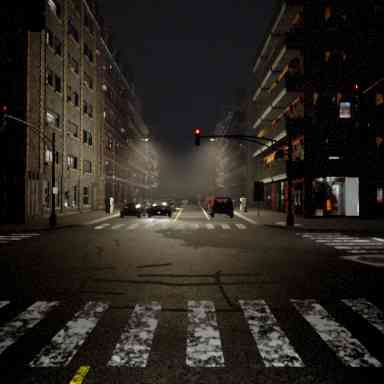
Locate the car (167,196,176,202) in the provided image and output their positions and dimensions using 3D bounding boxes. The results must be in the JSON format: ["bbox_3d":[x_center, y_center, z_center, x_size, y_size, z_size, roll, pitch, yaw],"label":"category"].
[{"bbox_3d":[-5.205,1.766,85.751,2.008,1.369,4.403,1,0,0],"label":"car"}]

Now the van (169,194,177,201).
[{"bbox_3d":[-5.195,1.590,91.317,1.690,1.788,3.998,1,0,0],"label":"van"}]

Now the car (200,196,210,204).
[{"bbox_3d":[2.658,1.558,69.087,1.967,1.590,4.097,1,0,0],"label":"car"}]

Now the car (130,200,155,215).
[{"bbox_3d":[-5.258,1.581,35.689,1.947,1.339,4.313,1,0,0],"label":"car"}]

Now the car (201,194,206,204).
[{"bbox_3d":[2.631,1.336,41.289,2.192,1.841,5.009,1,0,0],"label":"car"}]

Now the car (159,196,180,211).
[{"bbox_3d":[-2.787,1.524,39.273,1.837,1.490,4.892,0,0,0],"label":"car"}]

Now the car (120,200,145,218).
[{"bbox_3d":[-5.265,1.578,30.128,1.947,1.339,4.313,1,0,0],"label":"car"}]

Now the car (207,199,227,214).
[{"bbox_3d":[2.623,1.541,35.894,1.752,1.417,4.829,1,0,0],"label":"car"}]

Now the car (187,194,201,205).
[{"bbox_3d":[0.174,1.551,59.909,1.882,1.535,5.008,0,0,0],"label":"car"}]

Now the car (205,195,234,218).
[{"bbox_3d":[2.620,1.327,30.165,2.192,1.841,5.009,1,0,0],"label":"car"}]

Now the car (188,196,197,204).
[{"bbox_3d":[0.152,1.602,70.349,1.882,1.535,5.008,0,0,0],"label":"car"}]

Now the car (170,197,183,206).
[{"bbox_3d":[-2.681,1.620,59.568,2.033,1.411,5.357,0,0,0],"label":"car"}]

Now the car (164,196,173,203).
[{"bbox_3d":[-5.217,1.672,74.453,1.752,1.417,4.829,1,0,0],"label":"car"}]

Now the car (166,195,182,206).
[{"bbox_3d":[-2.723,1.602,49.207,1.994,1.385,4.181,0,0,1],"label":"car"}]

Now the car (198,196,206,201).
[{"bbox_3d":[2.681,1.815,91.338,1.947,1.339,4.313,1,0,0],"label":"car"}]

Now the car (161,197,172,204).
[{"bbox_3d":[-5.224,1.668,69.061,2.008,1.369,4.403,1,0,0],"label":"car"}]

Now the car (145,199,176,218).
[{"bbox_3d":[-2.805,1.576,30.393,1.994,1.385,4.181,0,0,0],"label":"car"}]
